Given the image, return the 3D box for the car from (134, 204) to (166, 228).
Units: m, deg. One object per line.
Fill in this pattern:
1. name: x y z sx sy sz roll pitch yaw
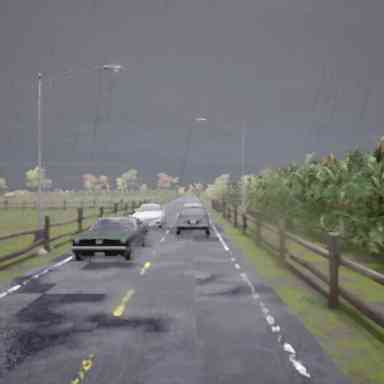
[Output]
1. car: -2.746 1.511 22.107 1.812 1.442 4.674 0 0 0

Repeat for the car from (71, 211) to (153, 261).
1. car: -2.810 1.592 12.352 1.895 1.301 4.718 0 0 0

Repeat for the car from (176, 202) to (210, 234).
1. car: 0.077 1.535 19.055 2.033 1.411 5.357 0 0 1

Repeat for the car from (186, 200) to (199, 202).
1. car: 0.096 1.578 38.126 1.895 1.301 4.718 0 0 0
